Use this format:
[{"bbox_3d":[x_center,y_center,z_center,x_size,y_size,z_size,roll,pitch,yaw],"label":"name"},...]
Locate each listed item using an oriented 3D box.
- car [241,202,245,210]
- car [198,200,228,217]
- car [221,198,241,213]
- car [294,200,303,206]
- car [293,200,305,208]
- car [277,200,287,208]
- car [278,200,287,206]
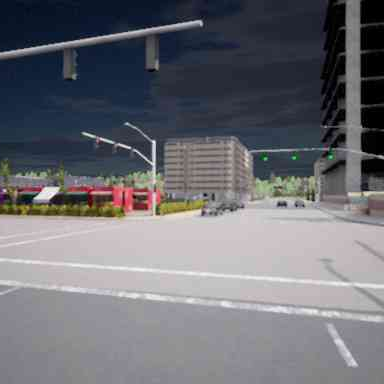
[{"bbox_3d":[7.916,2.297,57.237,1.994,1.385,4.181,0,-1,16],"label":"car"},{"bbox_3d":[2.363,1.972,38.069,2.128,1.511,4.902,0,-1,16],"label":"car"},{"bbox_3d":[5.110,1.827,47.584,2.150,2.045,5.566,0,-1,16],"label":"car"},{"bbox_3d":[24.604,2.546,76.964,1.812,1.442,4.674,0,-1,16],"label":"car"},{"bbox_3d":[21.744,2.432,66.975,2.033,1.411,5.357,0,-1,16],"label":"car"},{"bbox_3d":[18.283,2.367,67.612,1.882,1.535,5.008,0,-1,16],"label":"car"},{"bbox_3d":[21.145,2.573,77.601,1.994,1.385,4.181,0,-1,16],"label":"car"}]
